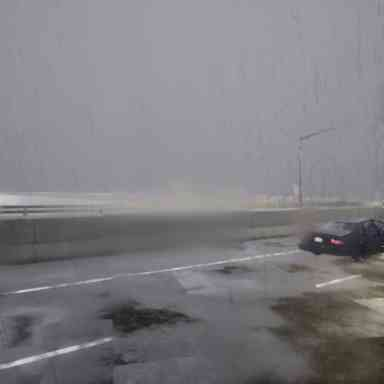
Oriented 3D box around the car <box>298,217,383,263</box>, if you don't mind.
[{"bbox_3d":[6.315,1.683,12.619,5.357,1.411,2.033,1,0,-35],"label":"car"}]
